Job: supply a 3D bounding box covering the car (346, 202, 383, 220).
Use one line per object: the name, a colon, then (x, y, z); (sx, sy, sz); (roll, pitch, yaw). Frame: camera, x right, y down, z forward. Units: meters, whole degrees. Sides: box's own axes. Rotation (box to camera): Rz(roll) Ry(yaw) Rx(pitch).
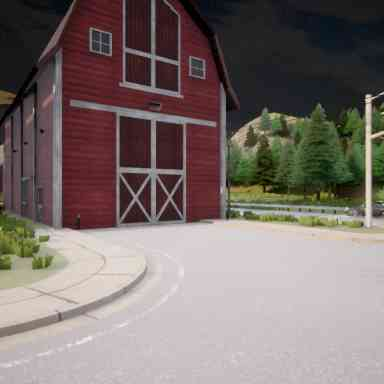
car: (15.637, 1.591, 28.746); (1.994, 1.385, 4.181); (0, 0, -35)
